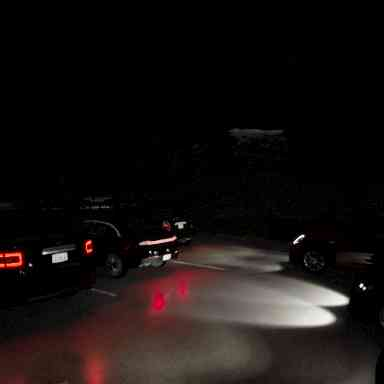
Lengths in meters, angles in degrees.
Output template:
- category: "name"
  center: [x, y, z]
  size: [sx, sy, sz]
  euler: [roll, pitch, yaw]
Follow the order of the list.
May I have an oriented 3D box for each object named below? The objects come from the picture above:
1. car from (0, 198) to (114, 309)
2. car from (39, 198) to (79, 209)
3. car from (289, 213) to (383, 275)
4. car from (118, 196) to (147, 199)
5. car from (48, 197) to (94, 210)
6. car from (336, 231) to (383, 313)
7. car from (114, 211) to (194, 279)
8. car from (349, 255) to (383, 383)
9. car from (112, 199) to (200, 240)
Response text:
- category: "car"
  center: [-4.508, 1.221, 7.194]
  size: [5.566, 2.045, 2.150]
  euler: [0, 0, 33]
- category: "car"
  center: [-18.119, 1.491, 45.517]
  size: [1.895, 1.301, 4.718]
  euler: [0, 0, 43]
- category: "car"
  center: [5.024, 1.352, 9.009]
  size: [4.553, 1.767, 2.097]
  euler: [0, 0, 36]
- category: "car"
  center: [-8.670, 1.405, 49.850]
  size: [4.902, 1.511, 2.128]
  euler: [0, 0, -41]
- category: "car"
  center: [-15.622, 1.453, 43.149]
  size: [2.033, 1.411, 5.357]
  euler: [0, 0, 40]
- category: "car"
  center: [4.650, 1.564, 4.965]
  size: [4.181, 1.385, 1.994]
  euler: [0, 0, 36]
- category: "car"
  center: [-2.623, 1.491, 10.121]
  size: [4.902, 1.511, 2.128]
  euler: [0, 0, 36]
- category: "car"
  center: [3.599, 1.474, 1.420]
  size: [5.008, 1.535, 1.882]
  euler: [0, 0, 35]
- category: "car"
  center: [-2.164, 1.351, 14.090]
  size: [4.553, 1.767, 2.097]
  euler: [0, 0, 35]
